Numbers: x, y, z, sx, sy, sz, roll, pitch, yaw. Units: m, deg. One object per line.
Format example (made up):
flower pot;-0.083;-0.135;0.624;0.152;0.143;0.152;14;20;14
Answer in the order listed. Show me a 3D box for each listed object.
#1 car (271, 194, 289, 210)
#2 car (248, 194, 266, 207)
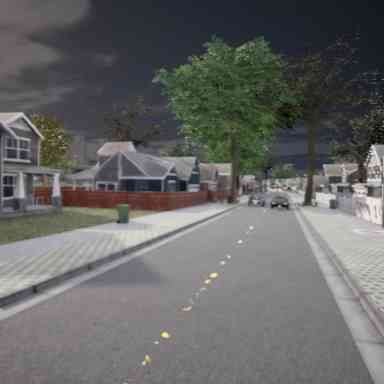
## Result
car;9.717;1.187;36.658;1.895;1.301;4.718;1;1;16
car;8.084;0.961;41.307;2.128;1.511;4.902;1;1;15
